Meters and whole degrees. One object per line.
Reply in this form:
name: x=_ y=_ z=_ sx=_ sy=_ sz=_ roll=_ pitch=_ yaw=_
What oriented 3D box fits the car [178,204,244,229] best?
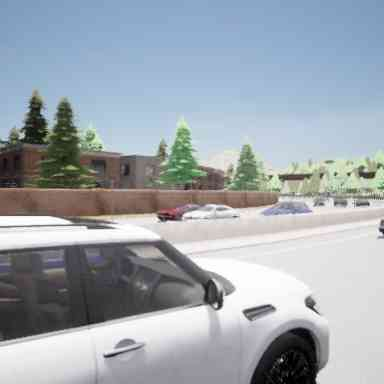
car: x=1.416 y=1.608 z=23.026 sx=4.674 sy=1.442 sz=1.812 roll=0 pitch=0 yaw=-42

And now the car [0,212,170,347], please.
car: x=-2.885 y=1.358 z=5.996 sx=4.553 sy=1.767 sz=2.097 roll=0 pitch=0 yaw=-36

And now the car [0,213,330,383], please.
car: x=-1.128 y=1.225 z=2.947 sx=5.566 sy=2.045 sz=2.150 roll=0 pitch=0 yaw=-36

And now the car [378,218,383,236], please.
car: x=11.847 y=1.662 z=18.083 sx=5.357 sy=1.411 sz=2.033 roll=0 pitch=0 yaw=-44

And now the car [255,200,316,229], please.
car: x=6.536 y=1.458 z=23.047 sx=4.553 sy=1.767 sz=2.097 roll=0 pitch=0 yaw=-44
